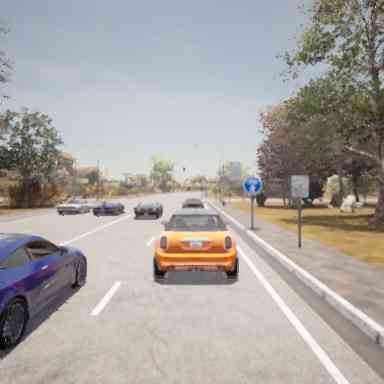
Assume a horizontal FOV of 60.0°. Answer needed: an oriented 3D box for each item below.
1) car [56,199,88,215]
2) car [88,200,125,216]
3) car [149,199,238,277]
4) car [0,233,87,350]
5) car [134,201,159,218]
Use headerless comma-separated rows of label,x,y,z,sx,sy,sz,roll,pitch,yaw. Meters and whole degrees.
car,-10.603,1.325,30.293,1.895,1.301,4.718,0,1,0
car,-7.103,1.341,28.646,1.895,1.301,4.718,0,1,0
car,0.099,1.260,10.086,2.097,1.767,4.553,0,1,0
car,-3.400,1.470,5.996,1.812,1.442,4.674,0,1,0
car,-3.404,1.355,27.039,1.895,1.301,4.718,0,1,0
